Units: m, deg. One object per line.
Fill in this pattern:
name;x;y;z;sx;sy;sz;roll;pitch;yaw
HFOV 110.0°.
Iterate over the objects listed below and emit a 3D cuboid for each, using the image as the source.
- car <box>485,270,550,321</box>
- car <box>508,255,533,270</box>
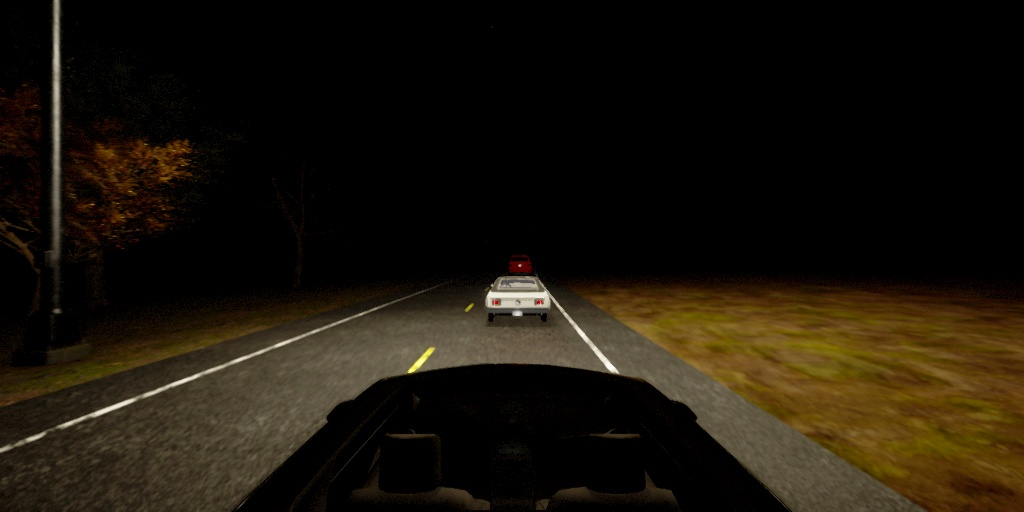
car;0.194;1.349;12.430;1.895;1.301;4.718;0;0;1
car;0.803;0.959;34.686;2.150;2.045;5.566;0;0;2
